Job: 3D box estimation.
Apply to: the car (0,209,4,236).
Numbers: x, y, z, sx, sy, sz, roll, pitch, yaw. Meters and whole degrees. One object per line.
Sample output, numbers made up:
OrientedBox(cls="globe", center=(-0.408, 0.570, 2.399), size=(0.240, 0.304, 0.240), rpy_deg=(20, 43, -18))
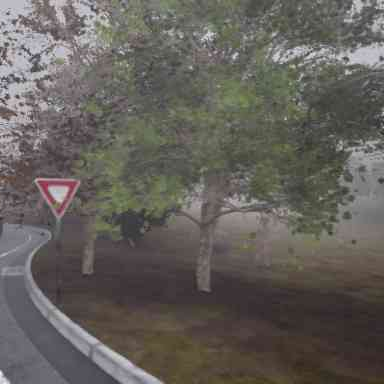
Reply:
OrientedBox(cls="car", center=(-13.100, 1.672, 20.707), size=(2.150, 2.045, 5.566), rpy_deg=(1, -1, -33))
